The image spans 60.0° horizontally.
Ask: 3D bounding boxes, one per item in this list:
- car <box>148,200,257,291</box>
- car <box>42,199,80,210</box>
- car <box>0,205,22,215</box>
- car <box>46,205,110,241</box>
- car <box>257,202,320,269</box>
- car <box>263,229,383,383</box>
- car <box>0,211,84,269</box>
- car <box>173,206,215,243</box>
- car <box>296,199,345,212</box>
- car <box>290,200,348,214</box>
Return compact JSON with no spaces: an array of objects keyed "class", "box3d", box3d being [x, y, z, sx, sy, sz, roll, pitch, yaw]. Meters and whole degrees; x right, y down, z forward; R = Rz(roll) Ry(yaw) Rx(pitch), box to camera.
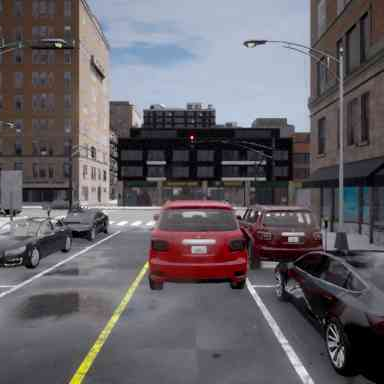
[{"class":"car","box3d":[0.080,1.221,9.194,2.150,2.045,5.566,0,0,-1]},{"class":"car","box3d":[-15.246,1.498,38.905,4.181,1.385,1.994,0,0,0]},{"class":"car","box3d":[-17.512,1.524,28.939,4.718,1.301,1.895,0,0,0]},{"class":"car","box3d":[-5.387,1.566,16.698,1.947,1.339,4.313,0,0,0]},{"class":"car","box3d":[2.637,1.315,11.035,2.192,1.841,5.009,0,0,0]},{"class":"car","box3d":[2.636,1.566,5.373,1.947,1.339,4.313,0,0,0]},{"class":"car","box3d":[-5.388,1.551,11.036,2.008,1.369,4.403,0,0,0]},{"class":"car","box3d":[0.092,1.526,16.952,1.812,1.442,4.674,0,0,0]},{"class":"car","box3d":[15.043,1.562,39.036,5.008,1.535,1.882,0,0,0]},{"class":"car","box3d":[13.579,1.624,35.778,5.357,1.411,2.033,0,0,0]}]
